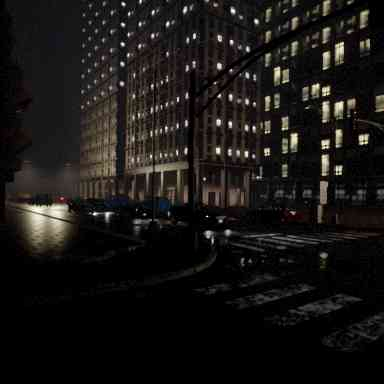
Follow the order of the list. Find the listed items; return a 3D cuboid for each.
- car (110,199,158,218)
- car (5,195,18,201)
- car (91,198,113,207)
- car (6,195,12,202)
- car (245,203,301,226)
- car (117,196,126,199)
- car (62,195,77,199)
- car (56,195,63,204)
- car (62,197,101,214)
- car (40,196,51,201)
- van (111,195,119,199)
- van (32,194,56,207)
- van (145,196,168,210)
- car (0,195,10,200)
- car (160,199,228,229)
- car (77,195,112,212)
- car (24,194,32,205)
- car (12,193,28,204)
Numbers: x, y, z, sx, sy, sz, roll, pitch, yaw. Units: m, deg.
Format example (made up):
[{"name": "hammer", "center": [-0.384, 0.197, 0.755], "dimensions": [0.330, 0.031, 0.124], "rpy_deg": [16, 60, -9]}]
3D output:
[{"name": "car", "center": [-5.159, 1.537, 29.149], "dimensions": [1.895, 1.301, 4.718], "rpy_deg": [1, -1, -35]}, {"name": "car", "center": [-40.424, 1.378, 74.283], "dimensions": [2.008, 1.369, 4.403], "rpy_deg": [1, -1, -35]}, {"name": "car", "center": [-13.958, 1.586, 51.516], "dimensions": [1.947, 1.339, 4.313], "rpy_deg": [1, -1, -35]}, {"name": "car", "center": [-37.152, 1.397, 69.680], "dimensions": [1.947, 1.339, 4.313], "rpy_deg": [1, -1, -35]}, {"name": "car", "center": [5.683, 1.505, 23.896], "dimensions": [1.967, 1.590, 4.097], "rpy_deg": [1, -1, -35]}, {"name": "car", "center": [-7.412, 1.584, 42.309], "dimensions": [2.008, 1.369, 4.403], "rpy_deg": [1, -1, -35]}, {"name": "car", "center": [-18.985, 1.456, 54.119], "dimensions": [2.128, 1.511, 4.902], "rpy_deg": [1, -1, -35]}, {"name": "car", "center": [-24.973, 1.307, 62.545], "dimensions": [2.097, 1.767, 4.553], "rpy_deg": [1, -1, -35]}, {"name": "car", "center": [-10.968, 1.427, 32.850], "dimensions": [2.008, 1.369, 4.403], "rpy_deg": [1, -1, -35]}, {"name": "car", "center": [-36.870, 1.570, 83.741], "dimensions": [1.802, 1.307, 4.206], "rpy_deg": [1, -1, -35]}, {"name": "van", "center": [-10.681, 1.368, 46.915], "dimensions": [1.690, 1.788, 3.998], "rpy_deg": [1, -1, -35]}, {"name": "van", "center": [-20.783, 1.197, 46.663], "dimensions": [1.690, 1.788, 3.998], "rpy_deg": [1, -1, -35]}, {"name": "van", "center": [-4.135, 1.382, 37.707], "dimensions": [1.690, 1.788, 3.998], "rpy_deg": [1, -1, -35]}, {"name": "car", "center": [-46.875, 1.365, 83.354], "dimensions": [1.752, 1.417, 4.829], "rpy_deg": [1, -1, -35]}, {"name": "car", "center": [0.264, 1.441, 21.524], "dimensions": [2.128, 1.511, 4.902], "rpy_deg": [1, -1, -35]}, {"name": "car", "center": [-11.078, 1.427, 37.491], "dimensions": [1.837, 1.490, 4.892], "rpy_deg": [1, -1, -35]}, {"name": "car", "center": [-24.060, 1.432, 51.265], "dimensions": [1.802, 1.307, 4.206], "rpy_deg": [1, -1, -35]}, {"name": "car", "center": [-30.602, 1.155, 60.475], "dimensions": [2.192, 1.841, 5.009], "rpy_deg": [1, -1, -35]}]
